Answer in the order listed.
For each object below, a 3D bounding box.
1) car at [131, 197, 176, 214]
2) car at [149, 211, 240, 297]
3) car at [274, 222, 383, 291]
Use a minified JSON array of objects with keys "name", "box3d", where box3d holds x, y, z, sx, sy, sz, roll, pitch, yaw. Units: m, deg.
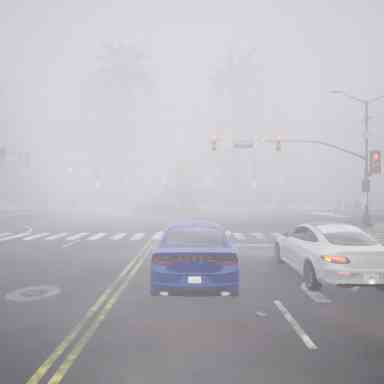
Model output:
[{"name":"car","box3d":[-3.910,1.352,34.148,4.553,1.767,2.097,0,0,0]},{"name":"car","box3d":[0.062,1.478,8.650,1.882,1.535,5.008,0,0,0]},{"name":"car","box3d":[3.563,1.526,8.901,1.812,1.442,4.674,0,0,0]}]
